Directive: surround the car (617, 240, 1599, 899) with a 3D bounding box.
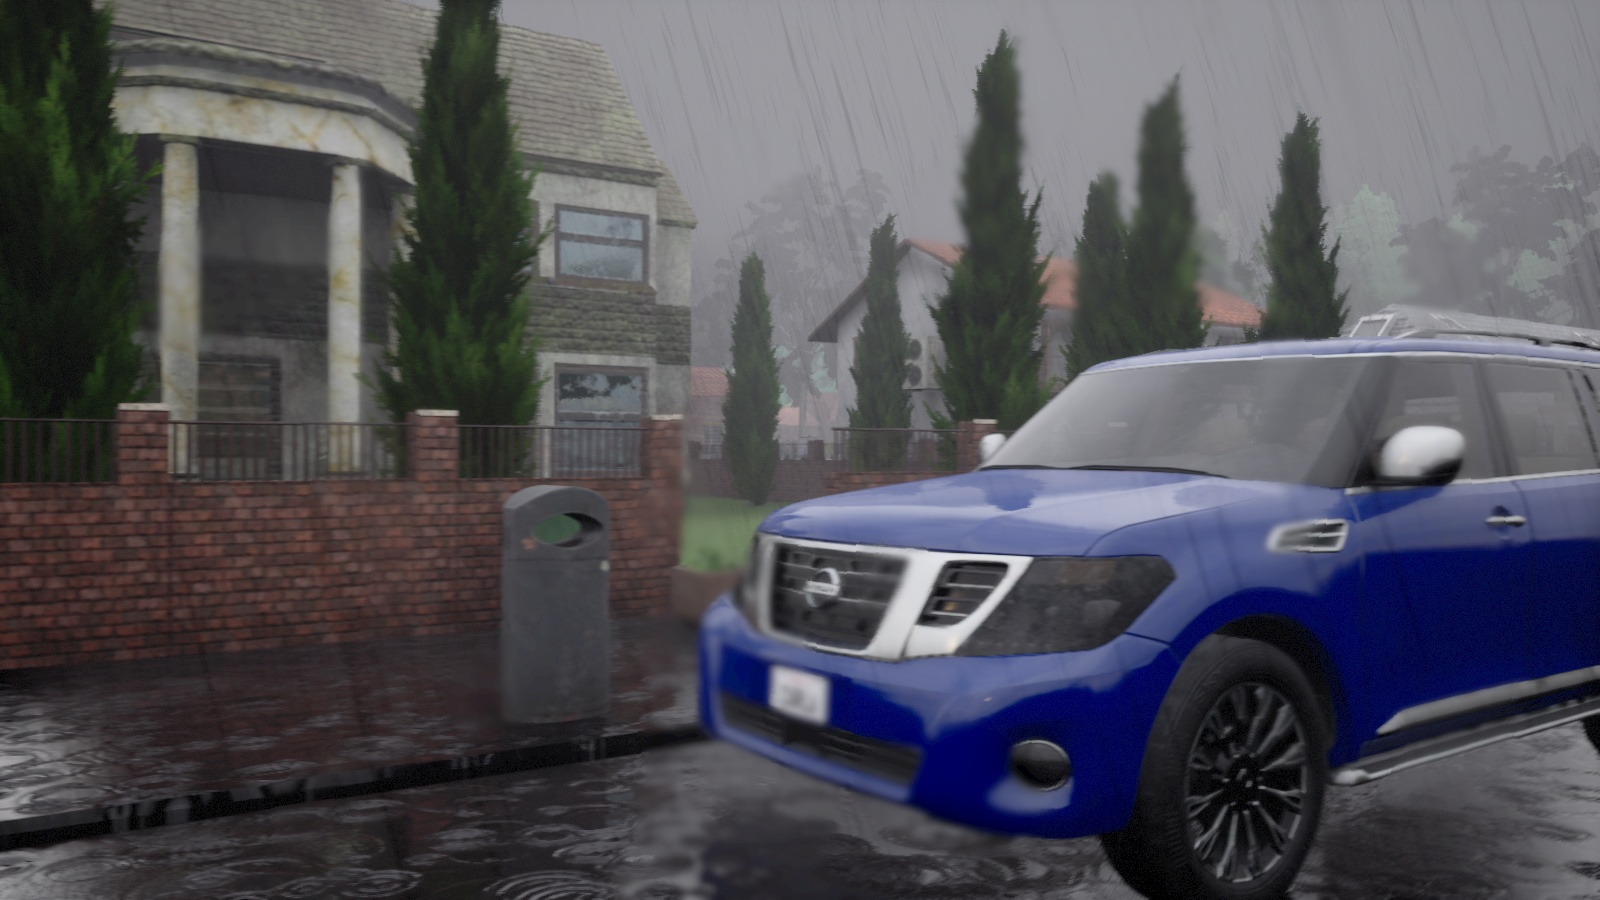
[{"bbox_3d":[2.161,0.473,5.773,5.566,2.045,2.150,0,0,-35],"label":"car"}]
